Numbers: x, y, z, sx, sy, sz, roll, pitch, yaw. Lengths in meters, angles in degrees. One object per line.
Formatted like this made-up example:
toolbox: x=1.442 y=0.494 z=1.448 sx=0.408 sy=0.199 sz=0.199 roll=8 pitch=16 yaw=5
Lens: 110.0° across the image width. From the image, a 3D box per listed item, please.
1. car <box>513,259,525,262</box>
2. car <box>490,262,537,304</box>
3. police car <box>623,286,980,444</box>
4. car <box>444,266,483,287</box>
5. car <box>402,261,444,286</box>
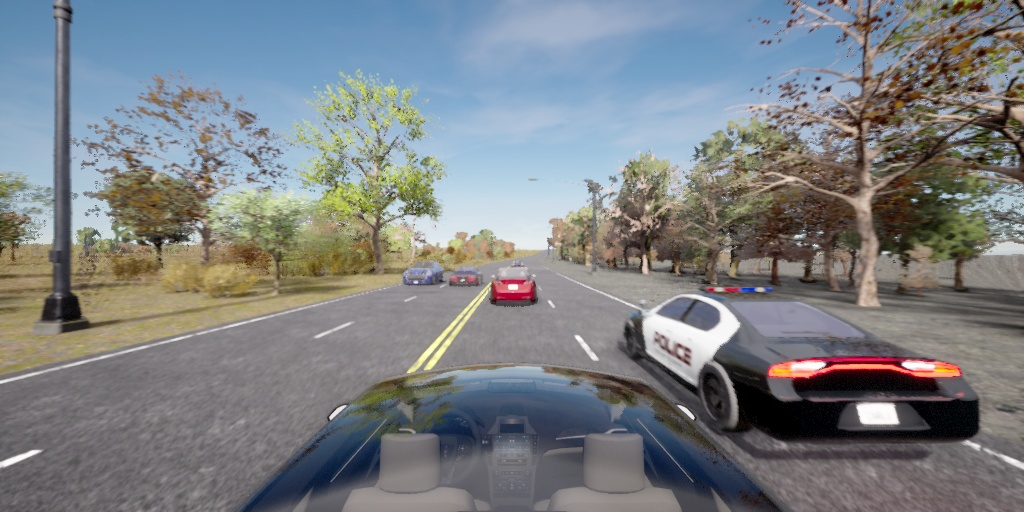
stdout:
car: x=0.772 y=1.443 z=49.652 sx=1.895 sy=1.301 sz=4.718 roll=0 pitch=0 yaw=2
car: x=0.073 y=1.244 z=16.566 sx=2.163 sy=1.488 sz=4.792 roll=-1 pitch=1 yaw=1
police car: x=3.245 y=1.245 z=5.592 sx=2.038 sy=1.542 sz=4.974 roll=0 pitch=-1 yaw=0
car: x=-3.128 y=1.369 z=25.005 sx=1.994 sy=1.385 sz=4.181 roll=0 pitch=0 yaw=1
car: x=-6.354 y=1.158 z=26.121 sx=2.097 sy=1.767 sz=4.553 roll=0 pitch=0 yaw=1
